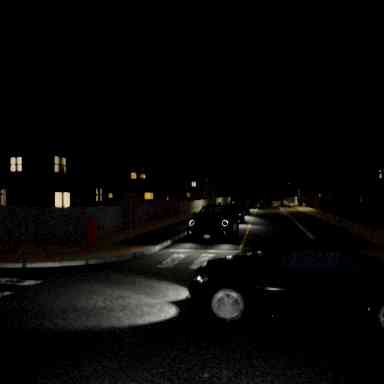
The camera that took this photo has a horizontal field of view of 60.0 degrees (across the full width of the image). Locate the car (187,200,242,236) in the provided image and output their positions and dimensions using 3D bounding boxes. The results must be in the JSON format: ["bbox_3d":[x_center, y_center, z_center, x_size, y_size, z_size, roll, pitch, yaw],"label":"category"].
[{"bbox_3d":[1.200,1.449,17.297,2.097,1.767,4.553,-1,0,14],"label":"car"}]

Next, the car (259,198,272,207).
[{"bbox_3d":[12.697,1.791,57.257,1.837,1.490,4.892,-1,-1,12],"label":"car"}]

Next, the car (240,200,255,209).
[{"bbox_3d":[8.599,1.878,51.288,1.895,1.301,4.718,-1,-1,12],"label":"car"}]

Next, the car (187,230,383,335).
[{"bbox_3d":[2.043,1.639,6.405,4.181,1.385,1.994,1,-1,12],"label":"car"}]

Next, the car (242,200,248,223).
[{"bbox_3d":[3.321,1.665,26.977,1.812,1.442,4.674,-1,0,12],"label":"car"}]

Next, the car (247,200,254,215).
[{"bbox_3d":[5.457,1.683,36.956,2.128,1.511,4.902,-1,0,12],"label":"car"}]
